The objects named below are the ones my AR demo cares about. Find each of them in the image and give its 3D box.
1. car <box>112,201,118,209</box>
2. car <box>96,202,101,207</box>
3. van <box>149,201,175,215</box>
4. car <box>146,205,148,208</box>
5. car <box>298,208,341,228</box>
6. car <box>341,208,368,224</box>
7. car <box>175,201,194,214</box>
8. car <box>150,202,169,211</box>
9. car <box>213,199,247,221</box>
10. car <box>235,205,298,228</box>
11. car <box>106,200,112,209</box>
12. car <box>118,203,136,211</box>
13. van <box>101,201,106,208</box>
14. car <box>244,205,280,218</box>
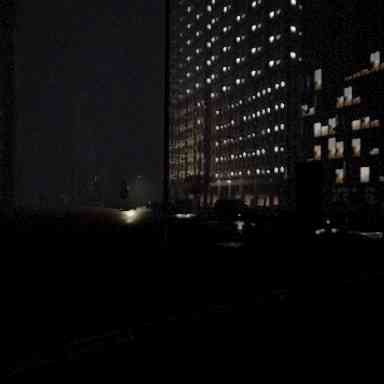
[{"bbox_3d":[-13.967,2.789,65.965,1.752,1.417,4.829,0,-1,-26],"label":"car"},{"bbox_3d":[-23.874,3.265,86.349,1.887,1.381,4.507,0,-1,-26],"label":"car"},{"bbox_3d":[-4.208,2.166,45.888,1.690,1.788,3.998,0,-1,-26],"label":"van"},{"bbox_3d":[-8.961,3.060,74.837,1.802,1.307,4.206,0,-1,-26],"label":"car"},{"bbox_3d":[8.529,1.896,25.638,2.128,1.511,4.902,1,-1,-26],"label":"car"},{"bbox_3d":[13.166,2.047,29.313,2.008,1.369,4.403,0,-1,-26],"label":"car"},{"bbox_3d":[-1.928,2.423,47.182,1.994,1.385,4.181,1,-1,-26],"label":"car"},{"bbox_3d":[-6.222,2.689,63.075,1.882,1.535,5.008,1,-1,-26],"label":"car"},{"bbox_3d":[4.250,1.806,34.443,2.150,2.045,5.566,1,-1,-26],"label":"car"},{"bbox_3d":[5.629,1.949,25.651,2.008,1.369,4.403,0,-1,-26],"label":"car"},{"bbox_3d":[-16.499,2.924,71.176,1.887,1.381,4.507,0,-1,-26],"label":"car"},{"bbox_3d":[-11.582,2.706,61.059,2.008,1.369,4.403,0,-1,-26],"label":"car"},{"bbox_3d":[-18.960,2.834,76.236,1.690,1.788,3.998,0,-1,-26],"label":"van"},{"bbox_3d":[8.249,2.274,39.430,1.947,1.339,4.313,0,-1,-26],"label":"car"}]
